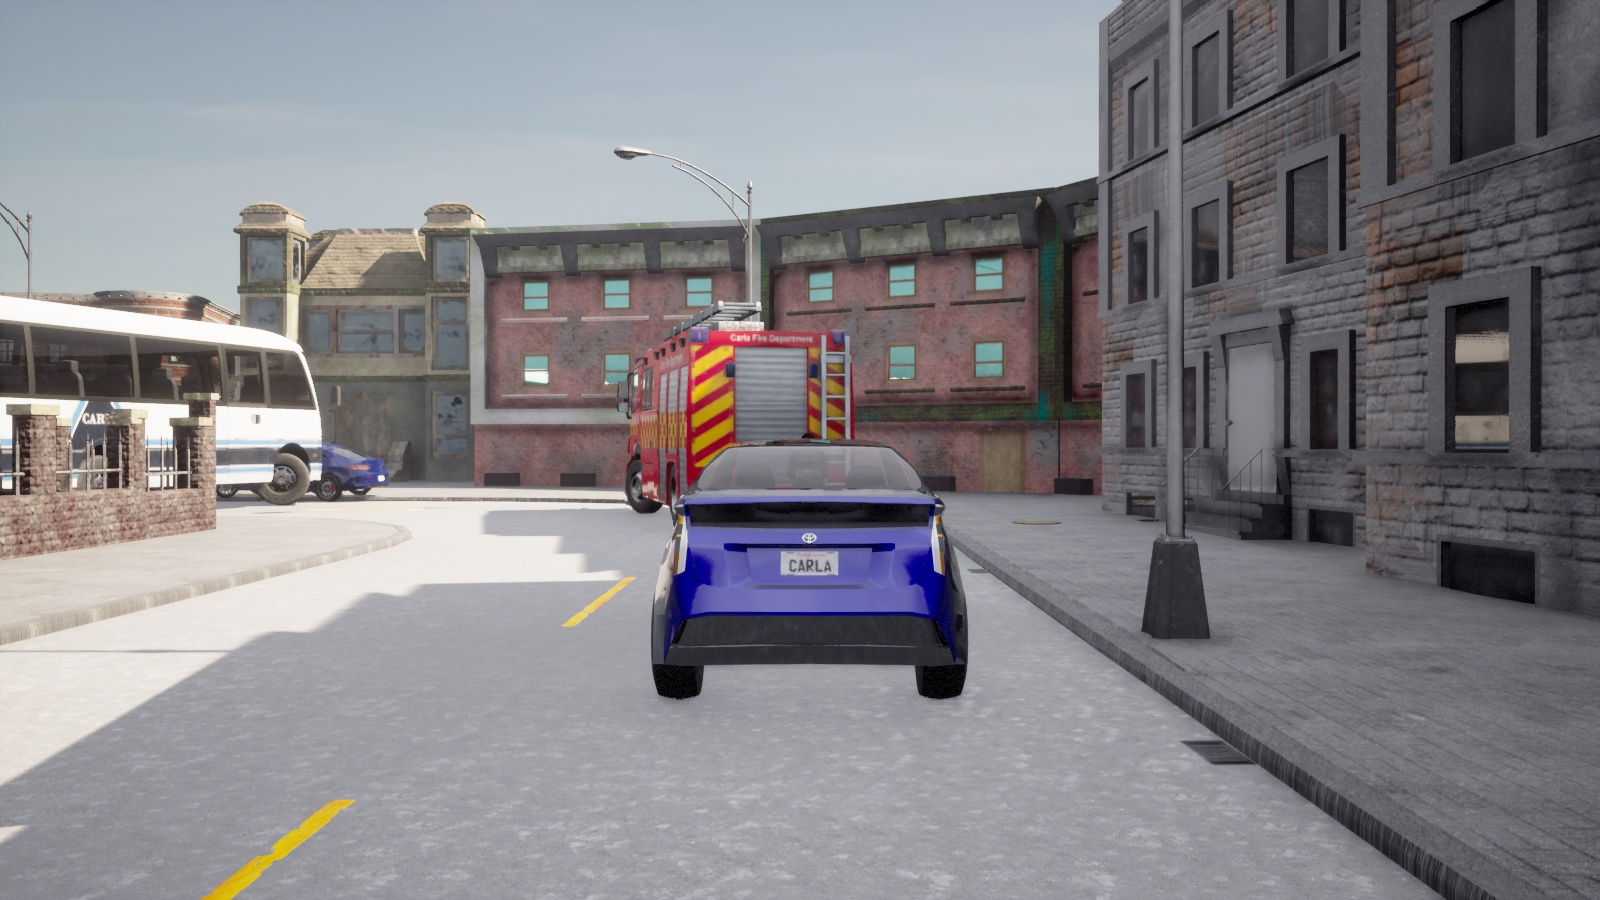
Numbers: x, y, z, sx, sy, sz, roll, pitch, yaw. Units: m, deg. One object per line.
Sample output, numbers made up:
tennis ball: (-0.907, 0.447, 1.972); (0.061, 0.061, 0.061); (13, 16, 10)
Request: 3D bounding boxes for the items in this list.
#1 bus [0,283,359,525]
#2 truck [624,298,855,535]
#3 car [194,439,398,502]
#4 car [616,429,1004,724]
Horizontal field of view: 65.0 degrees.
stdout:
bus: (-14.483, -0.832, 27.549); (3.944, 4.253, 10.273); (0, 0, 15)
truck: (-1.541, -0.562, 24.708); (2.891, 3.827, 8.468); (0, 0, -14)
car: (-13.120, 0.509, 32.818); (4.674, 1.442, 1.812); (1, 2, 8)
car: (0.064, 0.644, 8.761); (2.007, 1.525, 4.514); (0, 0, 0)
